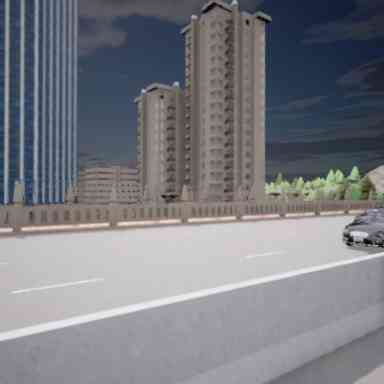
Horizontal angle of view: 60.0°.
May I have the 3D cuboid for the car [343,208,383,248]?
[{"bbox_3d":[8.442,1.582,14.317,4.902,1.511,2.128,0,0,-35],"label":"car"}]
